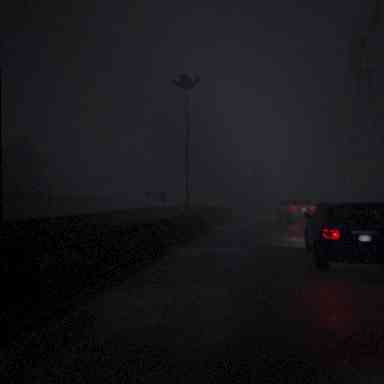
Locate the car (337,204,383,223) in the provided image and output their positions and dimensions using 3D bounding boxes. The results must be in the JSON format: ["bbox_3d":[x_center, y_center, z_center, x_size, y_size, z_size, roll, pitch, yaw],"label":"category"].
[{"bbox_3d":[14.044,1.691,26.953,3.905,1.438,1.784,-1,-1,14],"label":"car"}]

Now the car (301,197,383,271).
[{"bbox_3d":[5.134,1.305,11.219,2.150,2.045,5.566,-1,0,14],"label":"car"}]

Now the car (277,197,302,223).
[{"bbox_3d":[8.833,1.470,28.583,2.150,2.045,5.566,-1,-1,2],"label":"car"}]
